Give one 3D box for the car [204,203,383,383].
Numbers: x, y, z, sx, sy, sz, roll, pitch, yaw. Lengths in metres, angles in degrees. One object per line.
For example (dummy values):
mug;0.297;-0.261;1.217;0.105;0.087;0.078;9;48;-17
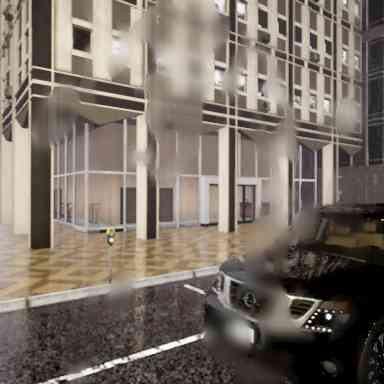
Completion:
car;2.819;1.236;5.376;5.566;2.045;2.150;0;0;-36
